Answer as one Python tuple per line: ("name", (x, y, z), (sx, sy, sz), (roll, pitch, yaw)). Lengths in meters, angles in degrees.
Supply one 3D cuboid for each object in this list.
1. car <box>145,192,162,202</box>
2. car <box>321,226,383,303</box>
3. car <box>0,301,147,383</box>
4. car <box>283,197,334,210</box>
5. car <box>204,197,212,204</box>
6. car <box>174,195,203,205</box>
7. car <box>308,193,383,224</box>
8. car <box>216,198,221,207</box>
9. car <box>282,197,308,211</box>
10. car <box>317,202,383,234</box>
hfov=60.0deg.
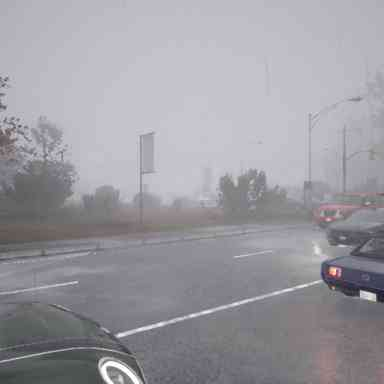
("car", (-7.564, 1.021, 60.079), (2.150, 2.045, 5.566), (-1, 0, -38))
("car", (4.989, 1.573, 7.289), (4.718, 1.301, 1.895), (0, 0, -35))
("car", (-2.483, 1.352, 1.952), (4.553, 1.767, 2.097), (0, 0, -36))
("car", (13.580, 1.303, 39.150), (2.033, 1.411, 5.357), (-1, 0, -39))
("car", (1.279, 1.291, 54.546), (1.812, 1.442, 4.674), (-1, 0, -38))
("car", (-0.969, 1.287, 51.752), (2.128, 1.511, 4.902), (-1, 0, -38))
("car", (9.541, 1.106, 19.360), (5.566, 2.045, 2.150), (-1, 0, -35))
("car", (5.245, 1.142, 43.967), (2.097, 1.767, 4.553), (-1, 0, -39))
("car", (10.947, 1.291, 36.839), (1.837, 1.490, 4.892), (-1, 0, -39))
("car", (7.570, 1.405, 13.664), (5.008, 1.535, 1.882), (-1, 0, -35))
